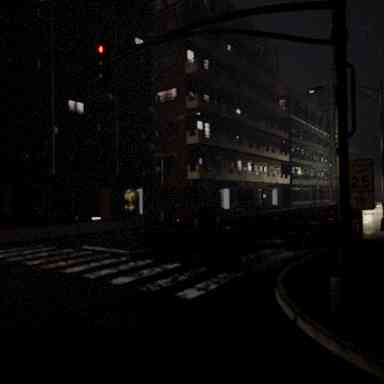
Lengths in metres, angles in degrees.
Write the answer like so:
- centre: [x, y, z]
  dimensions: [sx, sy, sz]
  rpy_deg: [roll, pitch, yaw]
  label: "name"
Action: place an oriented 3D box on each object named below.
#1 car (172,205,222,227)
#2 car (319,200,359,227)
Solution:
- centre: [0.421, 1.606, 23.377]
  dimensions: [1.887, 1.381, 4.507]
  rpy_deg: [-1, 0, 36]
  label: "car"
- centre: [9.345, 1.403, 20.980]
  dimensions: [1.887, 1.381, 4.507]
  rpy_deg: [-1, 0, 36]
  label: "car"
